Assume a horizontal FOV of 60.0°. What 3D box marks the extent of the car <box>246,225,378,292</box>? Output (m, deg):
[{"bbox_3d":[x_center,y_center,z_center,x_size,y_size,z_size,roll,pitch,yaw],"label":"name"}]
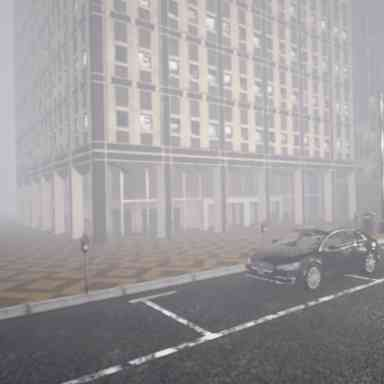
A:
[{"bbox_3d":[3.367,1.610,8.986,4.403,1.369,2.008,0,-1,-36],"label":"car"}]
